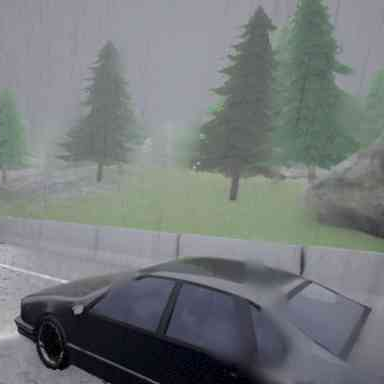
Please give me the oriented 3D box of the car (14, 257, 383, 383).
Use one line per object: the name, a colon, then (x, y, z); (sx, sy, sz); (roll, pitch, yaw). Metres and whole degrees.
car: (0.080, 1.543, 3.934); (5.357, 1.411, 2.033); (0, 0, 35)
